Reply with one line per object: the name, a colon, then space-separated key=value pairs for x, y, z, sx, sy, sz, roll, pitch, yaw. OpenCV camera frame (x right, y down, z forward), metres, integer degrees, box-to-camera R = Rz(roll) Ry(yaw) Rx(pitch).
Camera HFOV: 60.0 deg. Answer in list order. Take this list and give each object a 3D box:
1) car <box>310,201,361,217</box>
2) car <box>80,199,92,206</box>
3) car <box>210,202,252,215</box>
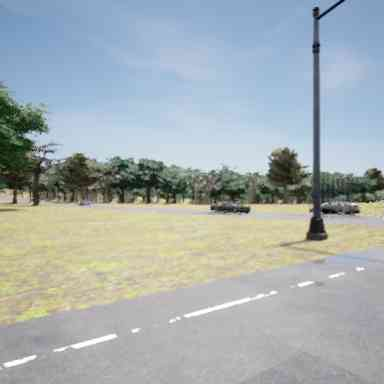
car: x=14.041 y=1.663 z=32.893 sx=2.128 sy=1.511 sz=4.902 roll=2 pitch=-2 yaw=-36
car: x=-25.716 y=2.558 z=80.689 sx=2.097 sy=1.767 sz=4.553 roll=2 pitch=-2 yaw=-28
car: x=4.013 y=1.708 z=34.852 sx=1.895 sy=1.301 sz=4.718 roll=2 pitch=-2 yaw=-36
